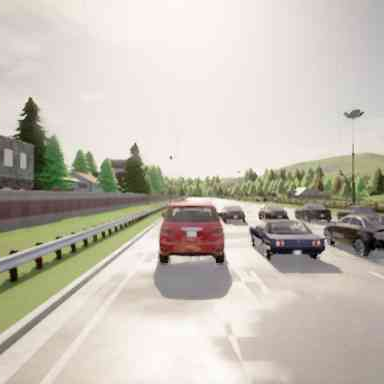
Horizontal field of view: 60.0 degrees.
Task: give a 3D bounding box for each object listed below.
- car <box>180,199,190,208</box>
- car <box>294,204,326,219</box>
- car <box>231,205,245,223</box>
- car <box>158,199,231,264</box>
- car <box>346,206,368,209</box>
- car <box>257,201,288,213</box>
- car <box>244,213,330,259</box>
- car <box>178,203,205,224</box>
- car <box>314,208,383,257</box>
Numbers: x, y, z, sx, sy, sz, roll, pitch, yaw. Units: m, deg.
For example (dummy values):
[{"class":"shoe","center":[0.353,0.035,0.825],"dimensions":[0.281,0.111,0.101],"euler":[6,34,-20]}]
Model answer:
[{"class":"car","center":[-1.258,2.150,63.594],"dimensions":[1.882,1.535,5.008],"euler":[0,-1,0]},{"class":"car","center":[10.510,1.787,29.247],"dimensions":[1.882,1.535,5.008],"euler":[0,0,0]},{"class":"car","center":[3.507,1.831,28.890],"dimensions":[1.812,1.442,4.674],"euler":[0,0,0]},{"class":"car","center":[0.001,1.359,12.574],"dimensions":[2.150,2.045,5.566],"euler":[0,0,0]},{"class":"car","center":[14.001,1.866,28.476],"dimensions":[1.994,1.385,4.181],"euler":[0,-1,1]},{"class":"car","center":[7.006,1.831,28.896],"dimensions":[1.812,1.442,4.674],"euler":[0,0,0]},{"class":"car","center":[3.508,1.742,13.244],"dimensions":[1.895,1.301,4.718],"euler":[0,-1,0]},{"class":"car","center":[0.003,1.795,28.491],"dimensions":[2.128,1.511,4.902],"euler":[0,0,0]},{"class":"car","center":[7.011,1.637,13.495],"dimensions":[2.128,1.511,4.902],"euler":[0,0,0]}]
